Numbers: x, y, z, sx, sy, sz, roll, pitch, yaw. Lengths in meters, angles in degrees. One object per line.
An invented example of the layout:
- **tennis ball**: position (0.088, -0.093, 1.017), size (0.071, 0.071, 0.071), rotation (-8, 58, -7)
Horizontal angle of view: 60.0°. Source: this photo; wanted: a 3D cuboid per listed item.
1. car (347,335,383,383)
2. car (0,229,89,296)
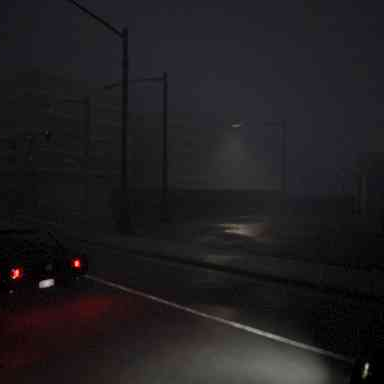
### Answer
- **car**: position (3.428, 1.535, 1.671), size (4.892, 1.490, 1.837), rotation (0, 0, 33)
- **car**: position (-4.630, 1.577, 8.292), size (4.718, 1.301, 1.895), rotation (0, 0, 41)
